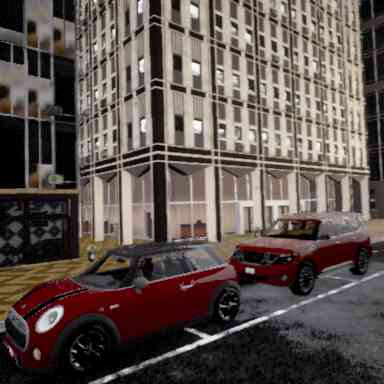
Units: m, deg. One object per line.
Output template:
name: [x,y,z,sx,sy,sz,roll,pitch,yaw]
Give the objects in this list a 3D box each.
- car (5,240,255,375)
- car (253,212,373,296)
car: [-1.051,1.720,6.026,4.097,1.590,1.967,0,-2,-39]
car: [3.343,1.564,9.617,5.009,1.841,2.192,0,-2,-39]
